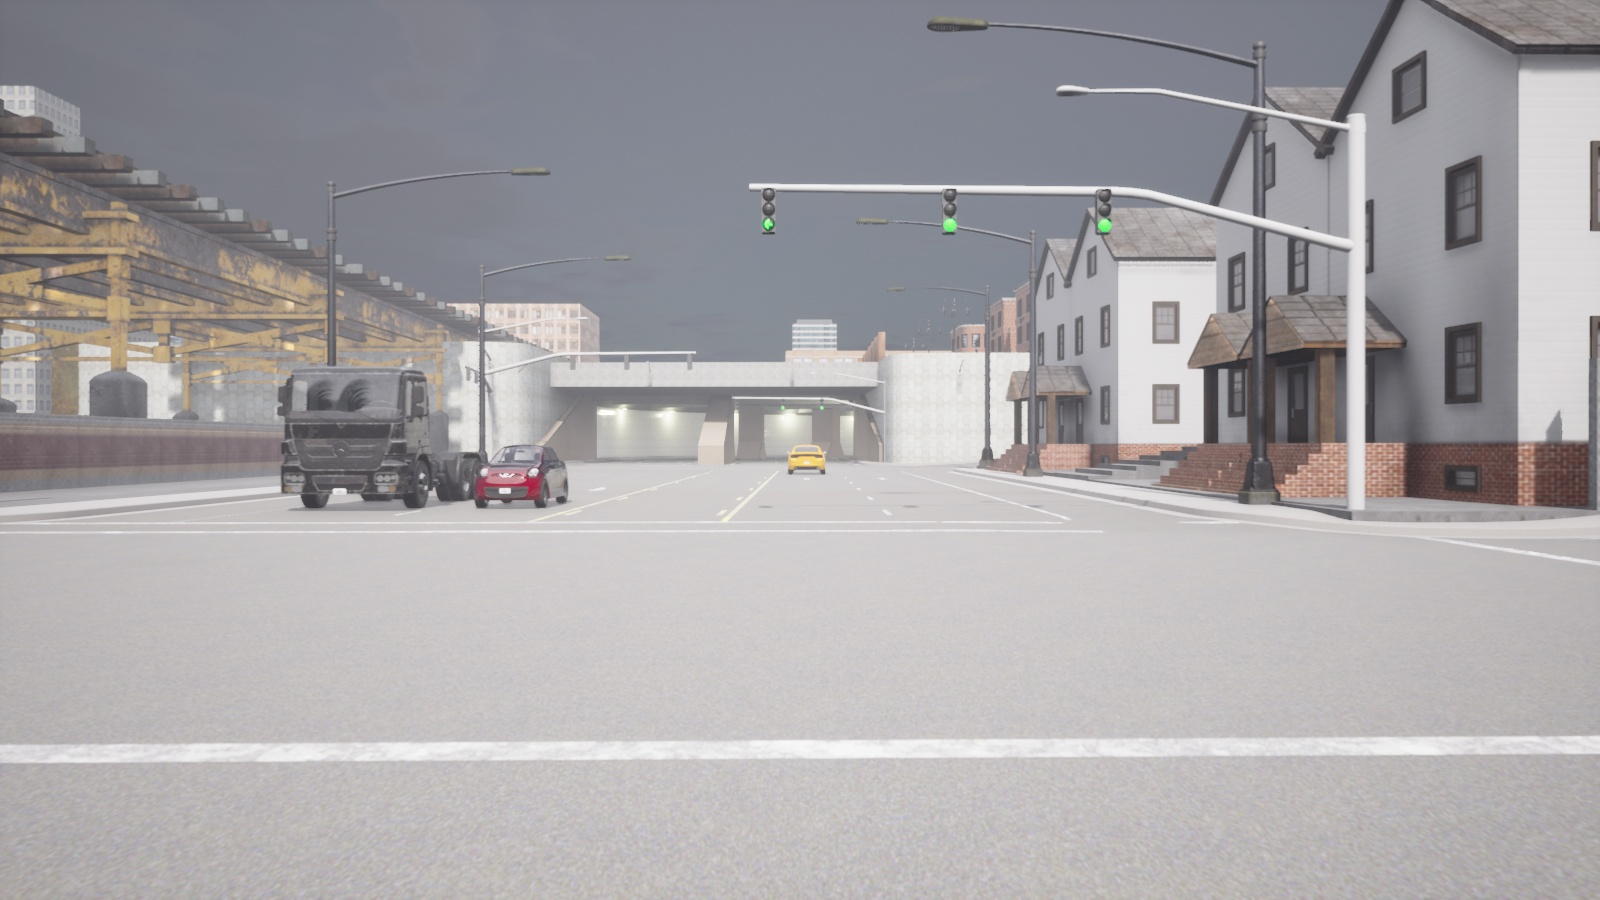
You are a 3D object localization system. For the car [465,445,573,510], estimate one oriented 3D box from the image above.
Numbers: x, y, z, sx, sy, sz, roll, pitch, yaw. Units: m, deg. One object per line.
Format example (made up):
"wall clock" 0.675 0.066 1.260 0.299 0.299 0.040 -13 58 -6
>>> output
"car" -6.824 0.634 30.847 1.845 1.501 3.633 0 0 0

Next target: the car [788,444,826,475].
"car" 0.358 0.468 65.653 1.882 1.535 5.008 0 1 0

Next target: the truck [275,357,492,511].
"truck" -10.316 -0.369 32.134 2.891 3.462 7.936 0 0 0
